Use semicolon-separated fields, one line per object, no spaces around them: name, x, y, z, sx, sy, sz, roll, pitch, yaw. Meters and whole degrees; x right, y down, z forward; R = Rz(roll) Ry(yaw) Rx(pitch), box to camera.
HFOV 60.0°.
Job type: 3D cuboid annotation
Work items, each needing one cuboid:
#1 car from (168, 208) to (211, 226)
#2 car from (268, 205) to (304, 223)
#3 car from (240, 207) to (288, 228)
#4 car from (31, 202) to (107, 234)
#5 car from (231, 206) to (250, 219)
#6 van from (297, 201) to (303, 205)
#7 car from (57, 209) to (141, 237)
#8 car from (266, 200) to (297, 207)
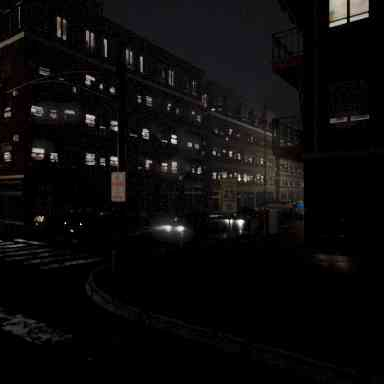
car;-0.150;2.013;27.759;1.994;1.385;4.181;0;-1;34
car;8.995;2.121;30.807;2.008;1.369;4.403;-2;-2;35
car;5.739;2.048;26.146;1.802;1.307;4.206;-2;-2;35
car;-7.651;1.604;21.569;2.192;1.841;5.009;-1;-2;35
car;5.563;2.196;35.935;1.994;1.385;4.181;0;-1;34
van;18.399;2.464;58.836;1.690;1.788;3.998;-1;-2;35
car;-5.390;1.884;20.286;1.895;1.301;4.718;0;-1;36
car;11.739;2.050;44.680;2.150;2.045;5.566;0;-1;35
